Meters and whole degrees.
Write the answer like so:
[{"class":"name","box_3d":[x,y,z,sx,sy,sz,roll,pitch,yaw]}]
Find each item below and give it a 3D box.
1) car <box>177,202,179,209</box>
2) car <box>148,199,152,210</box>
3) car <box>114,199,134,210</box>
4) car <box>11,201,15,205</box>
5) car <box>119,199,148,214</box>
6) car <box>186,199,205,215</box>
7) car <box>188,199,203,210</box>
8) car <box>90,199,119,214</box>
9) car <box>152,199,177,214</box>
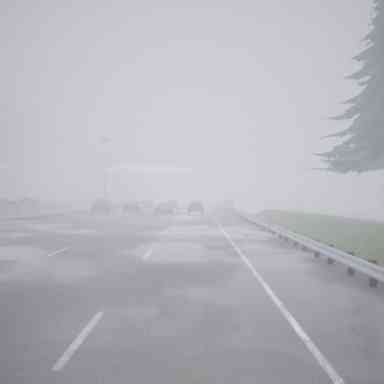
[{"class":"car","box_3d":[-2.958,1.811,48.800,1.812,1.442,4.674,0,0,1]},{"class":"car","box_3d":[-6.458,1.770,48.784,1.837,1.490,4.892,0,0,1]},{"class":"car","box_3d":[-9.957,1.806,48.838,1.994,1.385,4.181,0,0,1]},{"class":"car","box_3d":[-20.544,1.340,42.255,1.994,1.385,4.181,0,0,1]},{"class":"car","box_3d":[-6.599,1.700,37.908,1.837,1.490,4.892,0,0,1]},{"class":"car","box_3d":[0.400,1.744,37.820,1.837,1.490,4.892,0,0,1]},{"class":"car","box_3d":[0.542,1.800,48.707,2.128,1.511,4.902,0,0,1]},{"class":"car","box_3d":[-10.094,1.528,38.307,2.097,1.767,4.553,0,0,1]},{"class":"car","box_3d":[-3.095,1.784,38.281,1.994,1.385,4.181,0,0,1]}]
